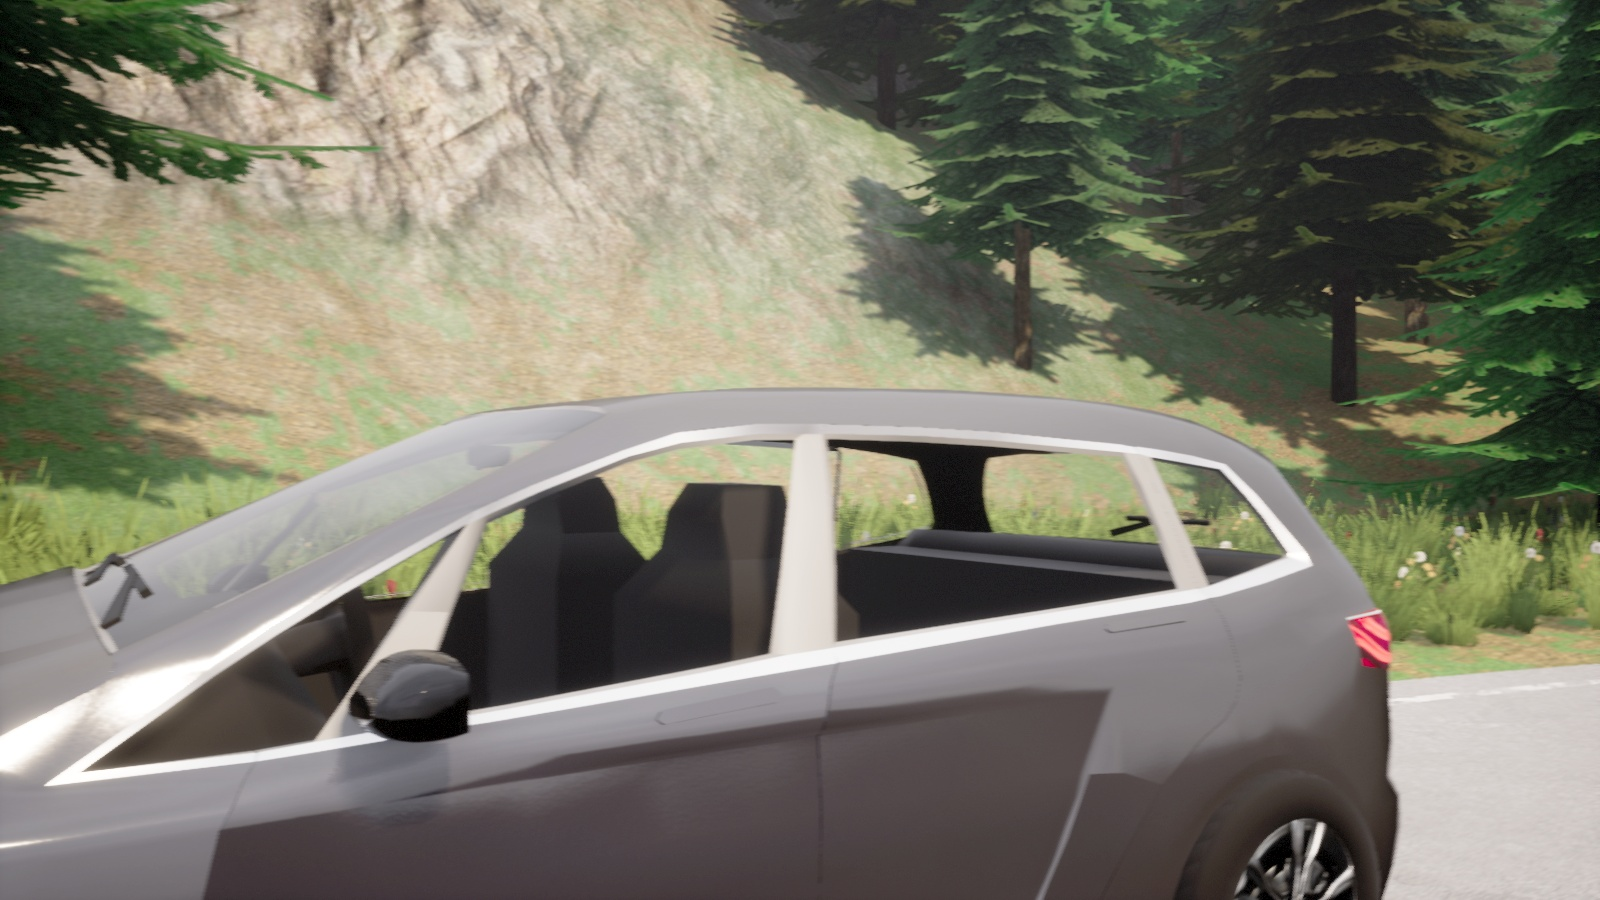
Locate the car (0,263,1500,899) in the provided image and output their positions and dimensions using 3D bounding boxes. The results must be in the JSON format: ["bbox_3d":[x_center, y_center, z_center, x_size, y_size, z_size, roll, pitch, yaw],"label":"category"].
[{"bbox_3d":[-0.659,0.596,3.157,4.611,1.667,2.242,0,0,-31],"label":"car"}]
